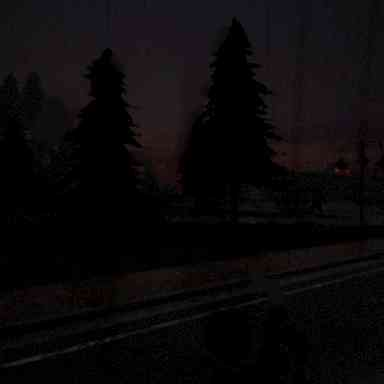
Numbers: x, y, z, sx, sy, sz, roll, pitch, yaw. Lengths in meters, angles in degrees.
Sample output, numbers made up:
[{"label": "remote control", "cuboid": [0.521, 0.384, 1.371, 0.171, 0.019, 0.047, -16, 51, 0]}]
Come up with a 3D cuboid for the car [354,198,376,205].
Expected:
[{"label": "car", "cuboid": [35.444, 1.977, 68.757, 1.845, 1.501, 3.633, 1, 0, -36]}]

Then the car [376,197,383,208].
[{"label": "car", "cuboid": [32.052, 1.929, 52.847, 1.970, 1.475, 3.806, 1, 0, -36]}]

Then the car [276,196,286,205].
[{"label": "car", "cuboid": [18.819, 1.857, 66.274, 2.007, 1.523, 4.514, 1, 0, -36]}]

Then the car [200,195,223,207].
[{"label": "car", "cuboid": [2.967, 1.558, 57.973, 2.150, 2.045, 5.566, 1, -1, -36]}]

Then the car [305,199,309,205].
[{"label": "car", "cuboid": [21.344, 1.877, 68.136, 2.152, 1.636, 5.027, 1, 0, -36]}]
